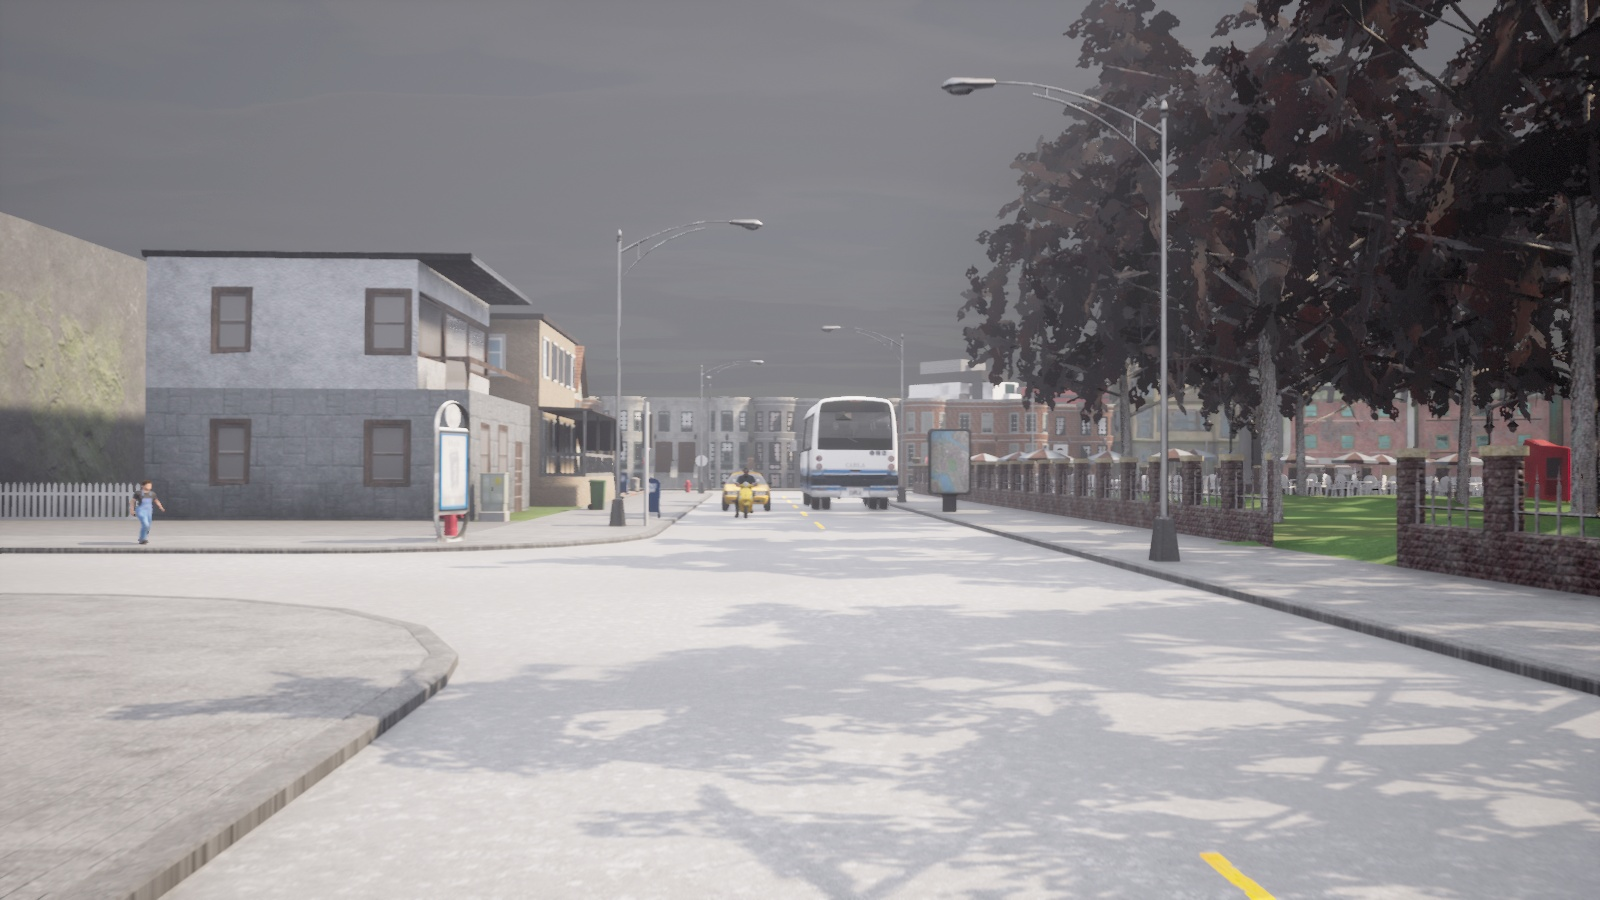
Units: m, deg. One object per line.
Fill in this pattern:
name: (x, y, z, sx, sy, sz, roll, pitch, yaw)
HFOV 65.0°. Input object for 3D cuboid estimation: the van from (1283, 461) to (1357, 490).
van: (36.373, 1.751, 87.930, 4.442, 1.987, 1.775, 0, -1, 1)

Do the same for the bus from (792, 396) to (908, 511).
bus: (1.820, 0.210, 51.788, 3.944, 4.253, 10.273, 0, -1, -3)

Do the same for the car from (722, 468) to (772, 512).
car: (-2.025, 1.486, 48.184, 1.801, 1.575, 5.366, 0, -1, -2)

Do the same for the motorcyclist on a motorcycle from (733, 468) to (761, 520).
motorcyclist on a motorcycle: (-1.687, 1.373, 39.813, 0.866, 1.590, 1.817, 0, -1, -2)

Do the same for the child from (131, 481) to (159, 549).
child: (-12.160, 1.200, 23.313, 0.437, 1.263, 0.270, -1, -1, 30)
